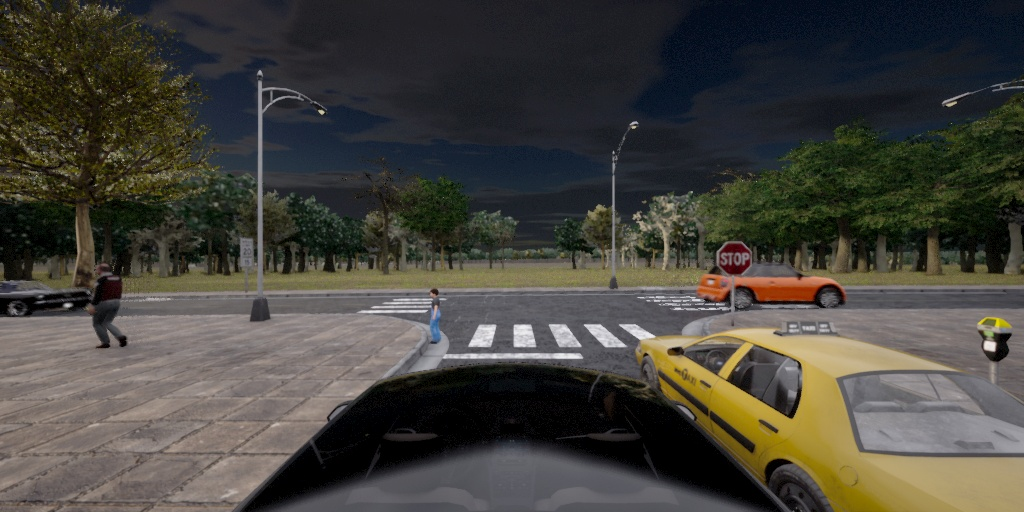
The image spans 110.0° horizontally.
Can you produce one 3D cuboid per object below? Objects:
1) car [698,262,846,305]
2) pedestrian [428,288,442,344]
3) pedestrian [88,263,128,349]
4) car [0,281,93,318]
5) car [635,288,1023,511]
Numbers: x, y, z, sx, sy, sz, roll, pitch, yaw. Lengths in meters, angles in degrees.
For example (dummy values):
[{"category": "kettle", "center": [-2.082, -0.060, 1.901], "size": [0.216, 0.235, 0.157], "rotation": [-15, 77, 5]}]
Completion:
[{"category": "car", "center": [9.536, 0.991, 13.379], "size": [4.553, 1.767, 2.097], "rotation": [0, 0, 1]}, {"category": "pedestrian", "center": [-1.756, 1.322, 8.232], "size": [0.375, 1.300, 0.375], "rotation": [0, 0, 0]}, {"category": "pedestrian", "center": [-8.373, 0.971, 7.397], "size": [0.375, 1.860, 0.375], "rotation": [0, 0, 0]}, {"category": "car", "center": [-19.109, 1.602, 13.675], "size": [4.718, 1.301, 1.895], "rotation": [-1, 0, 1]}, {"category": "car", "center": [2.643, 1.275, 3.485], "size": [1.751, 1.417, 4.829], "rotation": [0, 0, 0]}]
